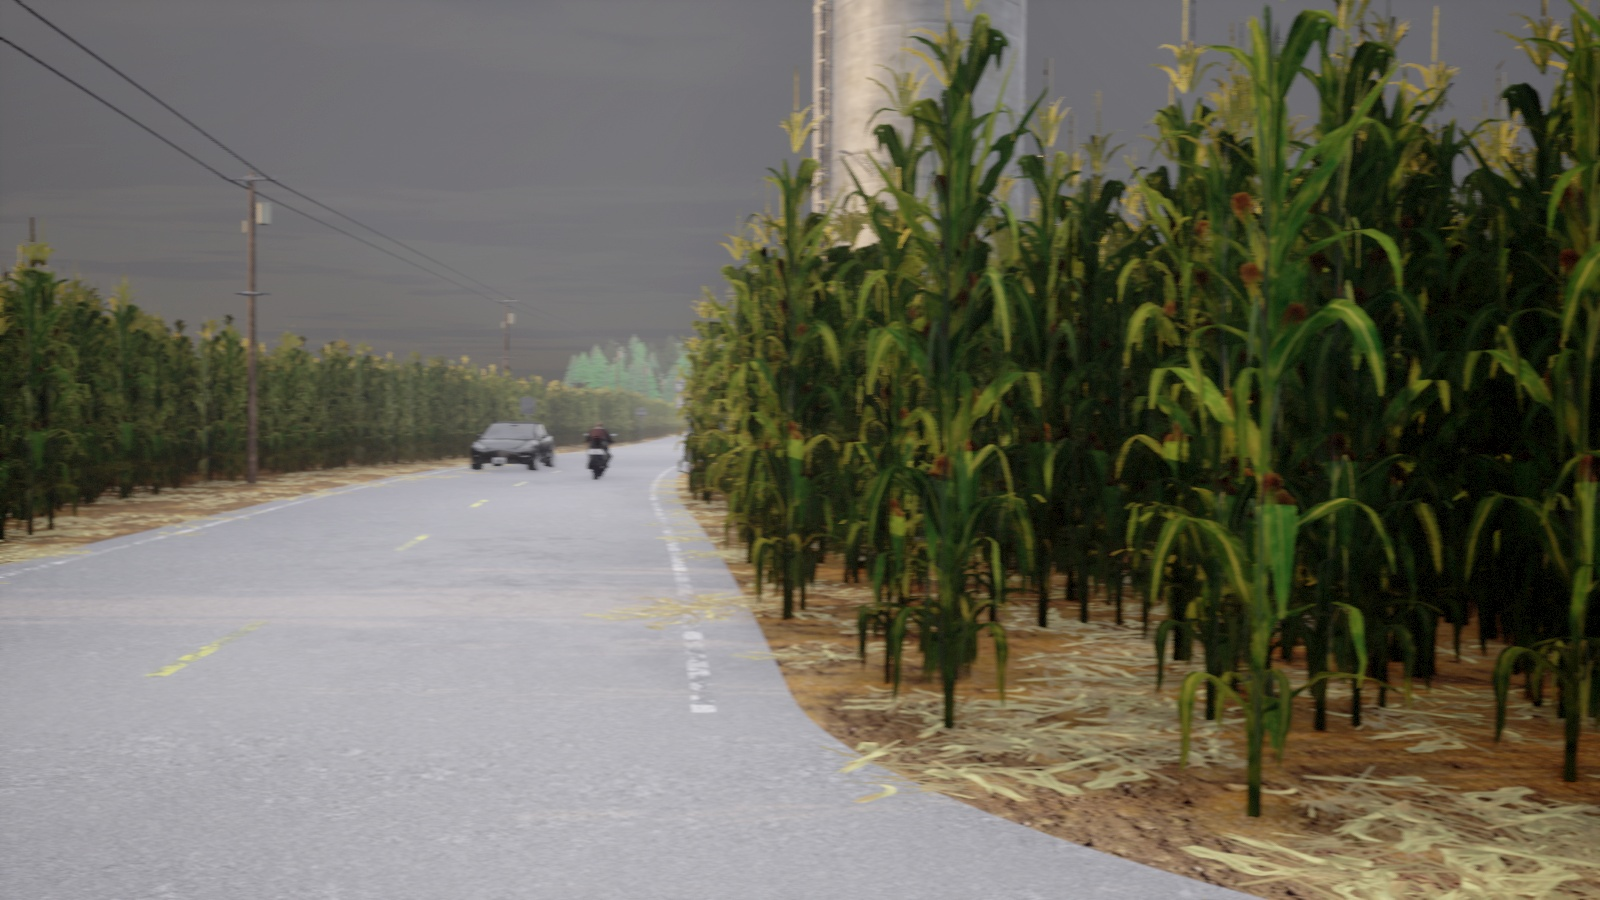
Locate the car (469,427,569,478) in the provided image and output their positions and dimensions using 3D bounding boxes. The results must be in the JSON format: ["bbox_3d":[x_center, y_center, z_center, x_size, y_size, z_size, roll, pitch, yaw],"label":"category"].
[{"bbox_3d":[-8.692,0.027,39.296,2.163,1.488,4.792,-1,1,-2],"label":"car"}]

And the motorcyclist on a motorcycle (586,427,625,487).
[{"bbox_3d":[-5.177,0.151,33.564,0.866,1.530,2.191,-1,1,-4],"label":"motorcyclist on a motorcycle"}]
